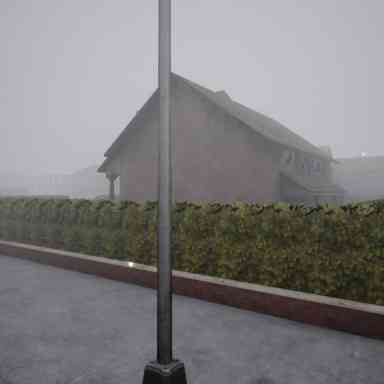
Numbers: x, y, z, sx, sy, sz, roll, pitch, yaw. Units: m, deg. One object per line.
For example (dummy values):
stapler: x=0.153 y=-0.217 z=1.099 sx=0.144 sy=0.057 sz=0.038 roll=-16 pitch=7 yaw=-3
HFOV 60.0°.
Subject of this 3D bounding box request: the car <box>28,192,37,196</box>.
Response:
car: x=-33.519 y=0.973 z=70.191 sx=3.866 sy=1.878 sz=1.905 roll=0 pitch=0 yaw=36
